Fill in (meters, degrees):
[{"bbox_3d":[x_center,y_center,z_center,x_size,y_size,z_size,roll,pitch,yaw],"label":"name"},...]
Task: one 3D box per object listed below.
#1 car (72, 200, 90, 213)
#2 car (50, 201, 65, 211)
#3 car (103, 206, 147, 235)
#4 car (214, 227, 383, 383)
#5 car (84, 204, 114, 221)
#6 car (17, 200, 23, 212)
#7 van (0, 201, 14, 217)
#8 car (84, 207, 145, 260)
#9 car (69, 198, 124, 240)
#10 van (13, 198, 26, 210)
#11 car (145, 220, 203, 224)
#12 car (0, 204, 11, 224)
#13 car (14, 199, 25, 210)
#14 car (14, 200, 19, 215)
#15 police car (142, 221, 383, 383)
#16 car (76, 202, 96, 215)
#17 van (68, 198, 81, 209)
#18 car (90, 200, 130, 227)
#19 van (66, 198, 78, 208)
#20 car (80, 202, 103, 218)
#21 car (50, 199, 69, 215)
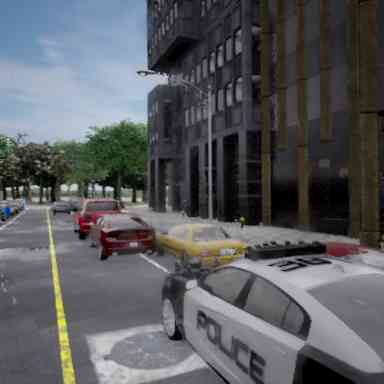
[{"bbox_3d":[-15.292,1.908,45.768,1.967,1.590,4.097,0,0,-24],"label":"car"},{"bbox_3d":[-20.400,2.116,50.496,1.994,1.385,4.181,0,0,-24],"label":"car"},{"bbox_3d":[-4.366,1.712,21.059,1.752,1.417,4.829,0,0,-24],"label":"car"},{"bbox_3d":[2.300,1.564,5.985,1.887,1.381,4.507,0,0,-24],"label":"car"},{"bbox_3d":[-8.694,1.848,30.849,2.008,1.369,4.403,0,0,-24],"label":"car"},{"bbox_3d":[-23.087,2.082,42.319,1.947,1.339,4.313,0,0,-24],"label":"car"},{"bbox_3d":[-18.692,1.743,32.375,1.690,1.788,3.998,0,0,-24],"label":"van"},{"bbox_3d":[-2.924,1.596,13.193,1.882,1.535,5.008,0,0,-24],"label":"car"},{"bbox_3d":[-5.397,1.402,18.693,2.150,2.045,5.566,0,0,-24],"label":"car"},{"bbox_3d":[-29.686,2.031,57.240,1.690,1.788,3.998,0,0,-24],"label":"van"},{"bbox_3d":[0.032,1.601,11.113,1.752,1.417,4.829,0,0,-24],"label":"car"},{"bbox_3d":[-16.491,1.911,27.401,1.947,1.339,4.313,0,0,-24],"label":"car"},{"bbox_3d":[-25.218,2.097,47.137,1.752,1.417,4.829,0,0,-24],"label":"car"},{"bbox_3d":[-20.820,1.982,37.192,1.752,1.417,4.829,0,0,-24],"label":"car"},{"bbox_3d":[1.075,1.443,4.148,1.930,1.638,5.238,0,0,-24],"label":"police car"},{"bbox_3d":[-13.092,1.955,40.795,1.887,1.381,4.507,0,0,-24],"label":"car"},{"bbox_3d":[-19.690,1.925,55.714,1.690,1.788,3.998,0,0,-24],"label":"van"},{"bbox_3d":[-6.498,1.556,25.877,2.192,1.841,5.009,0,0,-24],"label":"car"},{"bbox_3d":[-21.889,1.983,60.687,1.690,1.788,3.998,0,0,-24],"label":"van"},{"bbox_3d":[-10.962,1.881,35.977,1.752,1.417,4.829,0,0,-24],"label":"car"},{"bbox_3d":[-15.541,1.916,39.578,2.128,1.511,4.902,0,-1,-23],"label":"car"}]
